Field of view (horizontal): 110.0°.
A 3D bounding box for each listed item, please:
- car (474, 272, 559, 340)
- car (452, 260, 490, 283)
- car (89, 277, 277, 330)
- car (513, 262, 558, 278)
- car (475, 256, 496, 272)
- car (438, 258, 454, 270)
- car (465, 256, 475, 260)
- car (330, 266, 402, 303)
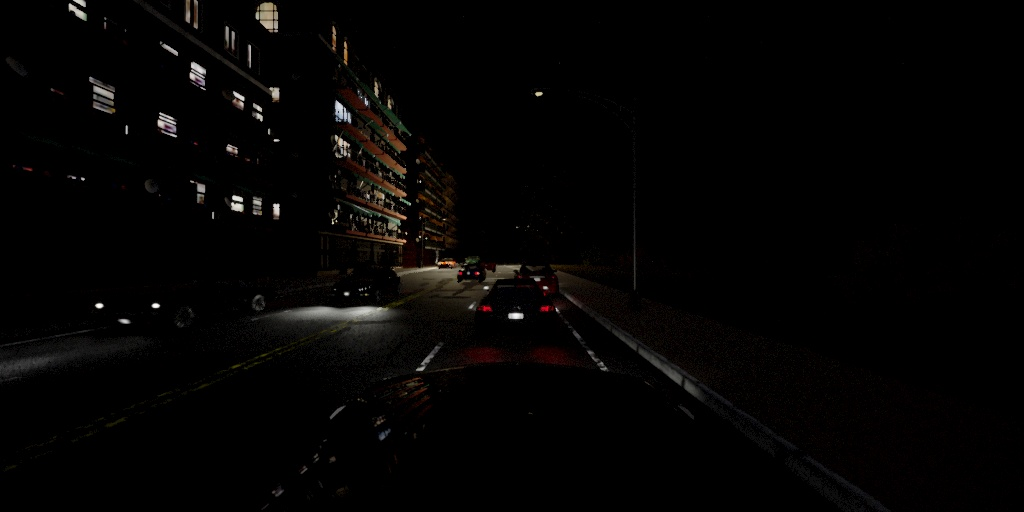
[{"bbox_3d":[0.106,1.315,10.036,1.994,1.385,4.181,0,0,1],"label":"car"},{"bbox_3d":[-3.112,1.299,28.285,2.033,1.411,5.357,0,0,0],"label":"car"},{"bbox_3d":[-9.837,1.352,11.319,1.895,1.301,4.718,0,0,0],"label":"car"},{"bbox_3d":[1.161,1.103,18.615,2.097,1.767,4.553,0,0,0],"label":"car"},{"bbox_3d":[-3.087,1.104,45.068,2.097,1.767,4.553,0,0,0],"label":"car"},{"bbox_3d":[-9.764,1.102,53.937,2.097,1.767,4.553,0,0,0],"label":"car"},{"bbox_3d":[-6.495,0.974,59.575,2.150,2.045,5.566,0,0,0],"label":"car"},{"bbox_3d":[-6.579,1.257,16.691,1.837,1.490,4.892,0,0,0],"label":"car"}]
